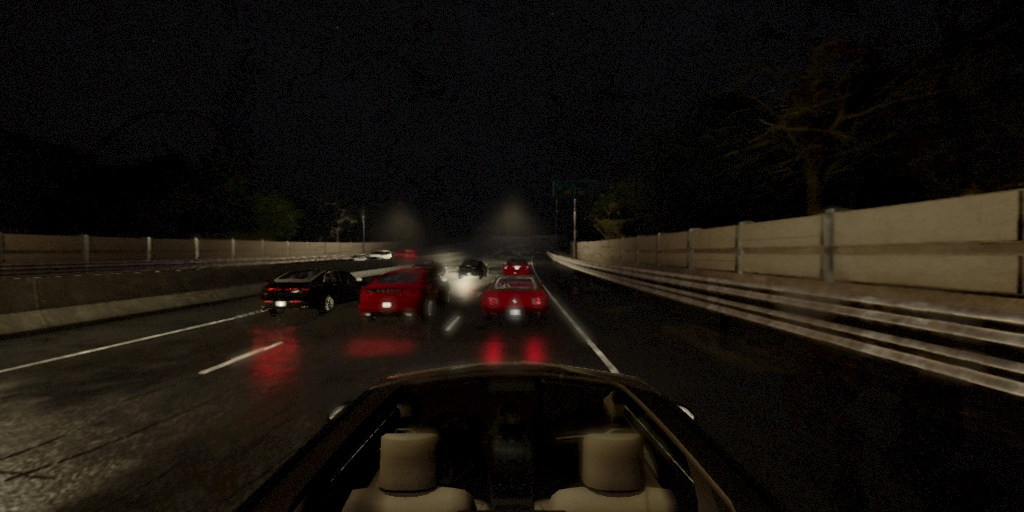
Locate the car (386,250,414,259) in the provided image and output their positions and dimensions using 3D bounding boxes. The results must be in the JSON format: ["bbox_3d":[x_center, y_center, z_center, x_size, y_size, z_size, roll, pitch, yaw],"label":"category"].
[{"bbox_3d":[-16.326,0.177,53.835,2.150,2.045,5.566,0,2,3],"label":"car"}]

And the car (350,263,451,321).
[{"bbox_3d":[-3.365,1.172,12.236,1.882,1.535,5.008,0,0,1],"label":"car"}]

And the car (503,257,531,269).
[{"bbox_3d":[0.420,0.877,28.192,2.097,1.767,4.553,0,1,2],"label":"car"}]

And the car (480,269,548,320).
[{"bbox_3d":[0.138,1.296,12.356,1.895,1.301,4.718,0,0,1],"label":"car"}]

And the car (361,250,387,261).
[{"bbox_3d":[-19.829,0.180,53.738,2.150,2.045,5.566,0,2,3],"label":"car"}]

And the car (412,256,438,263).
[{"bbox_3d":[-6.569,1.009,28.632,2.128,1.511,4.902,0,1,2],"label":"car"}]

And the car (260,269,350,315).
[{"bbox_3d":[-6.850,1.190,13.117,1.837,1.490,4.892,0,0,1],"label":"car"}]

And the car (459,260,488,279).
[{"bbox_3d":[-3.065,1.023,28.777,1.837,1.490,4.892,0,1,2],"label":"car"}]

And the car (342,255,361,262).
[{"bbox_3d":[-23.342,0.567,53.537,1.895,1.301,4.718,0,2,3],"label":"car"}]
